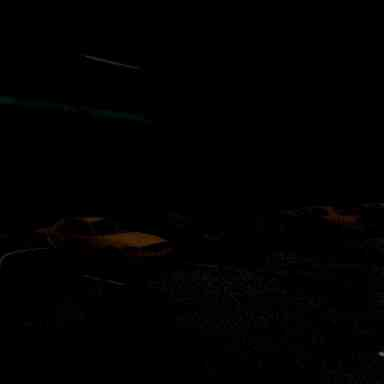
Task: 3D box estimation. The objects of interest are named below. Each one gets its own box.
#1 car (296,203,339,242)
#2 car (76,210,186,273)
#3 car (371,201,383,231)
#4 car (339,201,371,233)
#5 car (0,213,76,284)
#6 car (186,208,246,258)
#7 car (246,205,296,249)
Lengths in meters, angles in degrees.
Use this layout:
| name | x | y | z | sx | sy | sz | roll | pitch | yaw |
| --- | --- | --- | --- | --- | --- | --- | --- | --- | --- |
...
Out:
| name | x | y | z | sx | sy | sz | roll | pitch | yaw |
| --- | --- | --- | --- | --- | --- | --- | --- | --- | --- |
| car | 4.041 | 1.405 | 15.969 | 5.008 | 1.535 | 2.097 | -1 | -1 | 35 |
| car | -3.032 | 1.457 | 10.733 | 5.366 | 1.575 | 1.946 | -1 | -1 | 35 |
| car | 8.871 | 1.366 | 19.409 | 5.008 | 1.535 | 2.097 | -1 | 0 | 34 |
| car | 6.300 | 1.386 | 17.789 | 5.366 | 1.575 | 1.946 | -1 | 0 | 35 |
| car | -5.625 | 1.357 | 9.137 | 4.553 | 1.767 | 2.185 | -1 | -1 | 35 |
| car | -0.782 | 1.445 | 12.544 | 4.892 | 1.521 | 2.231 | -1 | -1 | 35 |
| car | 1.608 | 1.454 | 14.272 | 4.792 | 1.488 | 2.163 | -1 | 0 | 35 |
